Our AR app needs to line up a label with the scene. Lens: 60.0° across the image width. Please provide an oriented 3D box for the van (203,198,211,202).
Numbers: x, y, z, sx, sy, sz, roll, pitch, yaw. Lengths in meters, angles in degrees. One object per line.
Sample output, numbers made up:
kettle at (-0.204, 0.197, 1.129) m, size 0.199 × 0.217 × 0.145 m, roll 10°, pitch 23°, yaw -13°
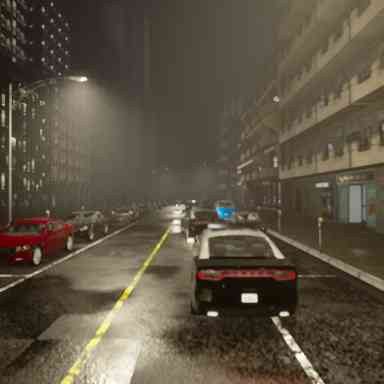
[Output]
van at (2.764, 1.715, 44.998) m, size 1.690 × 1.788 × 3.998 m, roll 0°, pitch -1°, yaw 0°

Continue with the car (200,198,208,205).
car at (2.822, 2.203, 78.302) m, size 1.752 × 1.417 × 4.829 m, roll 0°, pitch -1°, yaw 0°

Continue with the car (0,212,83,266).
car at (-5.673, 1.640, 11.875) m, size 1.887 × 1.381 × 4.507 m, roll 0°, pitch 0°, yaw 0°

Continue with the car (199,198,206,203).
car at (2.850, 2.382, 94.700) m, size 1.887 × 1.381 × 4.507 m, roll 0°, pitch -1°, yaw 0°

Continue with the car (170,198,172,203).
car at (-5.530, 2.406, 94.715) m, size 1.947 × 1.339 × 4.313 m, roll 0°, pitch -1°, yaw 0°

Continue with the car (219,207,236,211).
car at (2.717, 1.689, 17.384) m, size 2.008 × 1.369 × 4.403 m, roll 0°, pitch 0°, yaw 0°

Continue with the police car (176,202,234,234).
police car at (0.493, 1.566, 17.727) m, size 1.930 × 1.638 × 5.238 m, roll 0°, pitch 0°, yaw -8°

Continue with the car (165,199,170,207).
car at (-5.587, 2.090, 61.579) m, size 1.947 × 1.339 × 4.313 m, roll 0°, pitch -1°, yaw 0°

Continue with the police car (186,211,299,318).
police car at (0.913, 1.487, 7.827) m, size 1.930 × 1.638 × 5.238 m, roll 0°, pitch 0°, yaw 0°

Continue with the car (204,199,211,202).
car at (2.755, 1.870, 39.473) m, size 1.887 × 1.381 × 4.507 m, roll 0°, pitch -1°, yaw 0°

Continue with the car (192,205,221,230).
car at (0.940, 1.717, 23.717) m, size 1.812 × 1.442 × 4.674 m, roll 0°, pitch 0°, yaw 0°

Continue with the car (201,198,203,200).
car at (2.813, 2.189, 72.610) m, size 1.947 × 1.339 × 4.313 m, roll 0°, pitch -1°, yaw 0°

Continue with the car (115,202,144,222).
car at (-5.645, 1.672, 28.445) m, size 1.967 × 1.590 × 4.097 m, roll 0°, pitch 0°, yaw 0°

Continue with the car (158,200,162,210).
car at (-5.616, 1.928, 45.011) m, size 2.008 × 1.369 × 4.403 m, roll 0°, pitch -1°, yaw 0°

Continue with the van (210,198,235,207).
van at (2.736, 1.571, 28.431) m, size 1.690 × 1.788 × 3.998 m, roll 0°, pitch 0°, yaw 0°

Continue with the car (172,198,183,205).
car at (-2.868, 2.149, 76.041) m, size 2.128 × 1.511 × 4.902 m, roll 0°, pitch -1°, yaw 0°

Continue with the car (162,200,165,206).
car at (-5.607, 1.866, 50.535) m, size 1.967 × 1.590 × 4.097 m, roll 0°, pitch -1°, yaw 0°

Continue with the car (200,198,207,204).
car at (2.831, 2.256, 83.825) m, size 1.752 × 1.417 × 4.829 m, roll 0°, pitch -1°, yaw 0°

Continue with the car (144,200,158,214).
car at (-5.626, 1.879, 39.488) m, size 2.008 × 1.369 × 4.403 m, roll 0°, pitch 0°, yaw 0°

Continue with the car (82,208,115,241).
car at (-5.664, 1.706, 17.398) m, size 1.947 × 1.339 × 4.313 m, roll 0°, pitch 0°, yaw 0°

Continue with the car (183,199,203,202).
car at (0.115, 1.969, 44.140) m, size 1.895 × 1.301 × 4.718 m, roll 0°, pitch 0°, yaw 1°
